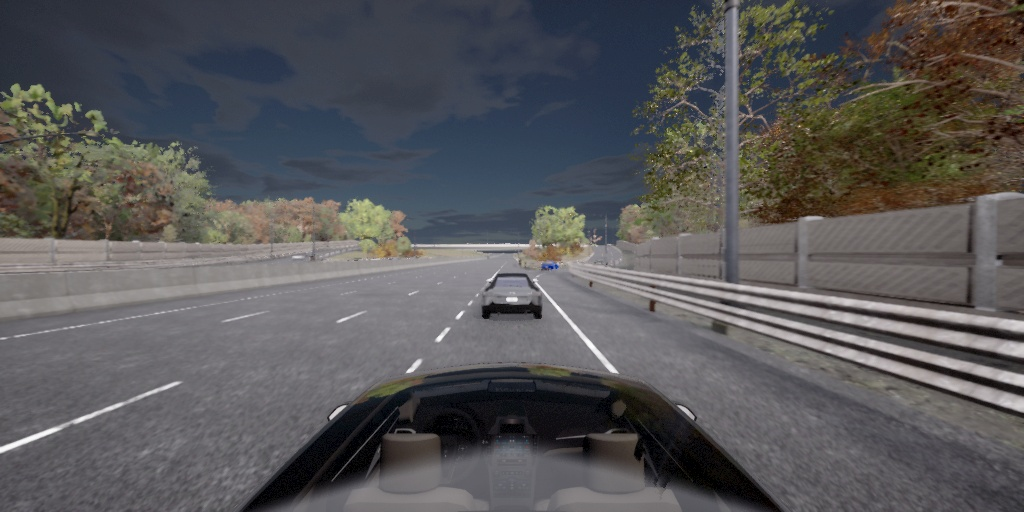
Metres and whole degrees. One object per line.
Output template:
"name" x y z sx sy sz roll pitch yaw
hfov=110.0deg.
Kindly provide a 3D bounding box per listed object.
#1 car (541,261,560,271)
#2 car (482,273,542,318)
"car" 5.943 1.523 54.988 1.882 1.535 5.008 0 -1 20
"car" 0.000 1.299 13.005 1.994 1.385 4.181 0 0 0
